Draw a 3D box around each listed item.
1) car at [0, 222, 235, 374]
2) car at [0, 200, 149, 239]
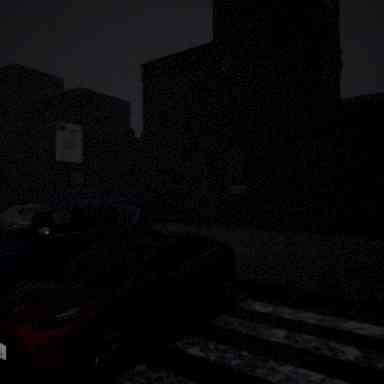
[{"bbox_3d":[-0.964,1.515,6.008,2.163,1.488,4.792,0,0,36],"label":"car"},{"bbox_3d":[-3.226,1.236,7.624,2.435,2.045,5.566,0,0,36],"label":"car"}]
